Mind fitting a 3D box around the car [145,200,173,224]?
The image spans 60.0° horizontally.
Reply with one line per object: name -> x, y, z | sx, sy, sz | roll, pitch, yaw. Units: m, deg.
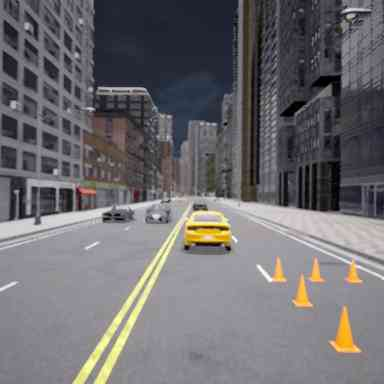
car -> -2.635, 1.698, 27.103 | 2.128, 1.511, 4.902 | 1, -1, 1

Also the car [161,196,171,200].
car -> -5.250, 1.651, 67.778 | 1.882, 1.535, 5.008 | 1, 0, 1

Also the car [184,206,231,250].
car -> 0.659, 1.621, 15.221 | 1.882, 1.535, 5.008 | 1, -1, 1

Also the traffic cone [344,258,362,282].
traffic cone -> 4.340, 2.089, 8.966 | 0.340, 0.580, 0.340 | 1, -1, 1

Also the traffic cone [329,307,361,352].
traffic cone -> 2.289, 2.029, 4.993 | 0.340, 0.580, 0.340 | 1, -1, 1

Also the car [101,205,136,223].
car -> -5.888, 1.767, 27.022 | 1.895, 1.301, 4.718 | 1, -1, 1

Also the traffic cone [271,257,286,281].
traffic cone -> 2.341, 2.065, 8.993 | 0.340, 0.580, 0.340 | 1, -1, 1

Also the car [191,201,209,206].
car -> 1.007, 1.885, 41.949 | 1.837, 1.490, 4.892 | 1, 0, 1

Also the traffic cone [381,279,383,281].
traffic cone -> 5.340, 2.101, 8.953 | 0.340, 0.580, 0.340 | 1, -1, 1

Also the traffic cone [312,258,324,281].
traffic cone -> 3.340, 2.077, 8.980 | 0.340, 0.580, 0.340 | 1, -1, 1

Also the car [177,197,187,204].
car -> -2.001, 1.691, 67.736 | 1.882, 1.535, 5.008 | 1, 0, 1

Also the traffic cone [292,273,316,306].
traffic cone -> 2.314, 2.047, 6.993 | 0.340, 0.580, 0.340 | 1, -1, 1
